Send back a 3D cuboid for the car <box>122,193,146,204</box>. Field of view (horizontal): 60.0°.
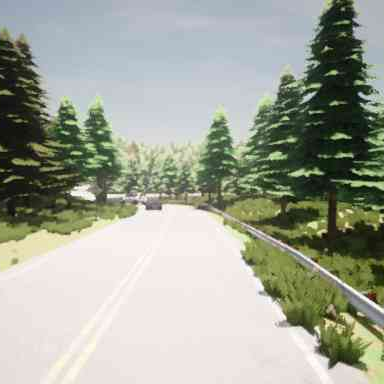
[{"bbox_3d":[-10.137,1.222,58.774,5.566,2.045,2.150,-2,2,42],"label":"car"}]

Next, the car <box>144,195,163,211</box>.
[{"bbox_3d":[-4.500,1.464,39.475,1.837,1.490,4.892,0,-1,-8],"label":"car"}]
